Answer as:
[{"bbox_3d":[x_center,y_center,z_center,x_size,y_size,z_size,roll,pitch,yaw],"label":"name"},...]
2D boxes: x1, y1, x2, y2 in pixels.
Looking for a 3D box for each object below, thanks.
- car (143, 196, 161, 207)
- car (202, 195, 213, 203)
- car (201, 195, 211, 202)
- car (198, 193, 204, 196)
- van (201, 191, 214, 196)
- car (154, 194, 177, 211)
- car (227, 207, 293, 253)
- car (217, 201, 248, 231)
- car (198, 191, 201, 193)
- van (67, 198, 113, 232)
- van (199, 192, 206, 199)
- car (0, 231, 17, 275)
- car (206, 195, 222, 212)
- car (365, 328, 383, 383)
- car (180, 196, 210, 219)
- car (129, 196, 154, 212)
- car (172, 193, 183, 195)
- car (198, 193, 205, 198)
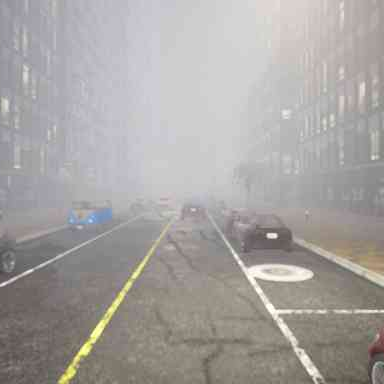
[{"bbox_3d":[-5.690,1.288,47.427,2.008,1.369,4.403,0,0,0],"label":"car"},{"bbox_3d":[2.691,1.244,58.821,1.802,1.307,4.206,0,0,0],"label":"car"},{"bbox_3d":[2.691,1.205,64.517,1.802,1.307,4.206,0,0,0],"label":"car"},{"bbox_3d":[0.095,1.271,42.535,2.163,1.488,4.792,0,0,0],"label":"car"},{"bbox_3d":[2.691,1.041,53.121,1.690,1.788,3.998,0,0,0],"label":"van"},{"bbox_3d":[-3.093,1.272,38.137,1.882,1.535,5.008,0,0,0],"label":"car"},{"bbox_3d":[2.688,1.498,13.242,1.947,1.339,4.313,0,0,0],"label":"car"},{"bbox_3d":[2.688,1.447,18.940,1.887,1.381,4.507,0,0,0],"label":"car"},{"bbox_3d":[2.691,1.109,70.384,1.752,1.417,4.829,0,0,0],"label":"car"},{"bbox_3d":[-5.692,1.243,18.940,1.690,1.788,3.998,0,0,0],"label":"van"},{"bbox_3d":[2.693,0.805,87.305,1.690,1.788,3.998,0,0,0],"label":"van"},{"bbox_3d":[-5.692,1.527,7.546,1.947,1.339,4.313,0,0,0],"label":"car"},{"bbox_3d":[2.690,1.331,36.201,1.752,1.417,4.829,0,0,0],"label":"car"},{"bbox_3d":[2.688,1.572,1.849,1.802,1.307,4.206,0,0,0],"label":"car"},{"bbox_3d":[0.101,1.361,27.243,2.163,1.488,4.792,0,0,0],"label":"car"},{"bbox_3d":[-5.691,1.357,36.032,2.008,1.369,4.403,0,0,0],"label":"car"},{"bbox_3d":[-2.997,0.772,78.794,1.994,1.385,4.181,0,0,0],"label":"car"},{"bbox_3d":[2.693,0.963,93.005,1.887,1.381,4.507,0,0,0],"label":"car"}]
